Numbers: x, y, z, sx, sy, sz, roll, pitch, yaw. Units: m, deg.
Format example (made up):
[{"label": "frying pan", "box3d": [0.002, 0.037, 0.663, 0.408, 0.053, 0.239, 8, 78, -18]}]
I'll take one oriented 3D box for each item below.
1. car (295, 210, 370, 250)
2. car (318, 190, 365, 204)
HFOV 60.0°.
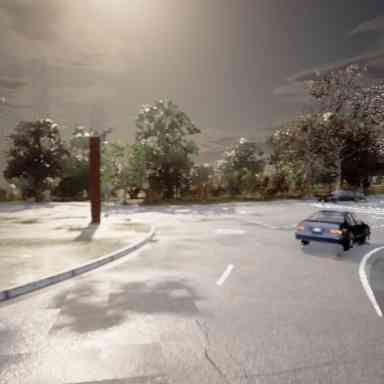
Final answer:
[{"label": "car", "box3d": [6.067, 1.490, 14.018, 2.033, 1.411, 5.357, 3, 0, 38]}, {"label": "car", "box3d": [16.876, 0.474, 37.401, 5.357, 1.411, 2.033, -3, 3, -19]}]
